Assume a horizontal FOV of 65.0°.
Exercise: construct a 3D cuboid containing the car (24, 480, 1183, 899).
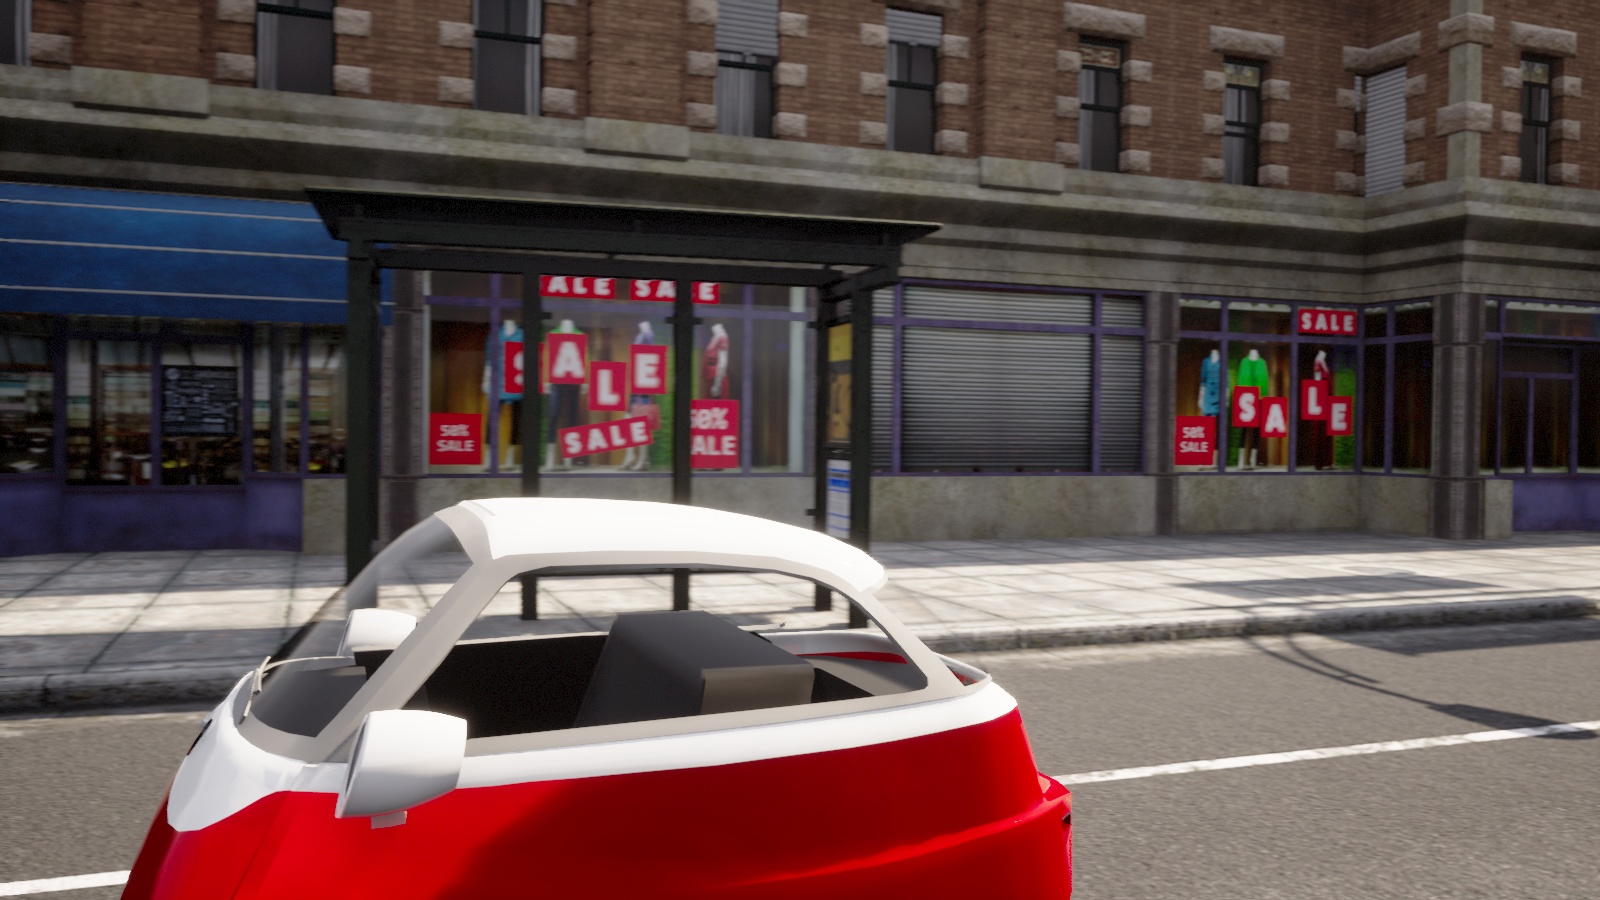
[{"bbox_3d":[-0.449,0.808,3.070,2.207,1.376,1.481,-1,1,-21],"label":"car"}]
